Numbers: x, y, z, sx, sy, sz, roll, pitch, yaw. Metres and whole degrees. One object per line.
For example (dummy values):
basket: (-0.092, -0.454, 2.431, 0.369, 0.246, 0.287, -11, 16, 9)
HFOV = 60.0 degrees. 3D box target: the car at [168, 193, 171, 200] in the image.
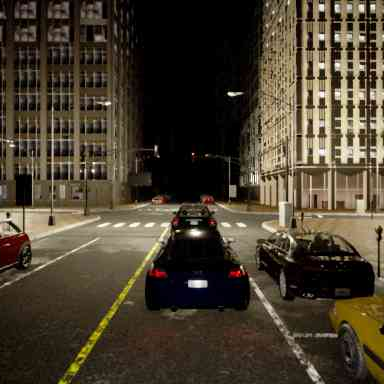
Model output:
car: (-5.747, 1.251, 63.066, 2.192, 1.841, 5.009, 0, 0, 0)

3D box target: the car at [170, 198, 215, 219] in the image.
car: (0.090, 1.346, 16.412, 2.097, 1.767, 4.553, 0, 0, 0)

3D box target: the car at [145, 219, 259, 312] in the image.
car: (0.098, 1.563, 7.779, 1.994, 1.385, 4.181, 0, 0, 0)

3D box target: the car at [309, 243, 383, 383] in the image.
car: (2.690, 1.525, 2.625, 1.752, 1.417, 4.829, 0, 0, 0)

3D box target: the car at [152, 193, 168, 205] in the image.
car: (-5.810, 1.388, 57.380, 1.967, 1.590, 4.097, 0, 0, 0)

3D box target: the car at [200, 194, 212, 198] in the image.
car: (2.761, 1.388, 57.383, 1.967, 1.590, 4.097, 0, 0, 0)

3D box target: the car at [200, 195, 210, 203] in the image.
car: (2.660, 1.363, 68.751, 1.967, 1.590, 4.097, 0, 0, 0)

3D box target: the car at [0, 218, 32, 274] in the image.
car: (-5.692, 1.439, 8.117, 1.967, 1.590, 4.097, 0, 0, 0)

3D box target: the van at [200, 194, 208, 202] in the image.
van: (2.657, 1.250, 74.436, 1.690, 1.788, 3.998, 0, 0, 0)

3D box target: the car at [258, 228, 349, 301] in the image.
car: (2.688, 1.549, 8.123, 2.008, 1.369, 4.403, 0, 0, 0)

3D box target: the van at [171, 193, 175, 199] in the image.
van: (-5.725, 1.236, 80.121, 1.690, 1.788, 3.998, 0, 0, 0)
